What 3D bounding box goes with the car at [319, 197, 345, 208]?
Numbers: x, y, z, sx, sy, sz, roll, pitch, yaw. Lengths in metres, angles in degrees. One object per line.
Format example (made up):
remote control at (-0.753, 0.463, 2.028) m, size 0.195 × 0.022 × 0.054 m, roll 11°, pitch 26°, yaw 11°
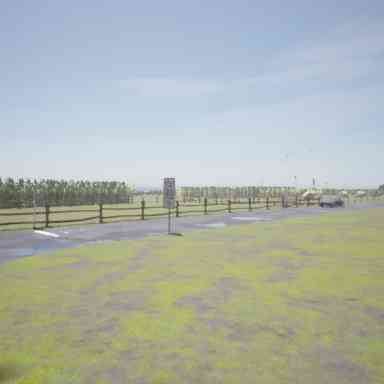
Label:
car at (19.840, 1.410, 47.015) m, size 2.033 × 1.411 × 5.357 m, roll 1°, pitch 1°, yaw 44°
